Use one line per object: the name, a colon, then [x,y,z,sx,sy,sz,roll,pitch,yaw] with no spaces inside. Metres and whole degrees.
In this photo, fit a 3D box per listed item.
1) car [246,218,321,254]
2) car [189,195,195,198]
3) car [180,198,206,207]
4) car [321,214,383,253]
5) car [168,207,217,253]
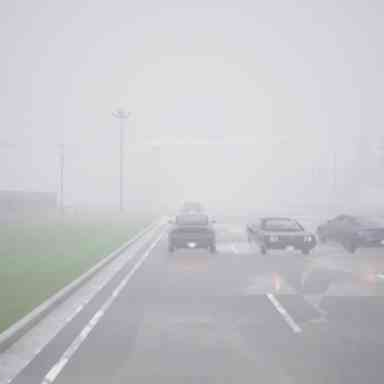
car: [3.503,1.731,14.070,1.895,1.301,4.718,0,0,0]
car: [0.012,2.234,82.220,1.882,1.535,5.008,0,-1,0]
car: [0.010,1.618,29.049,2.097,1.767,4.553,0,-1,0]
car: [7.006,1.658,14.337,1.812,1.442,4.674,0,0,0]
car: [0.005,1.640,14.273,1.837,1.490,4.892,0,0,0]
